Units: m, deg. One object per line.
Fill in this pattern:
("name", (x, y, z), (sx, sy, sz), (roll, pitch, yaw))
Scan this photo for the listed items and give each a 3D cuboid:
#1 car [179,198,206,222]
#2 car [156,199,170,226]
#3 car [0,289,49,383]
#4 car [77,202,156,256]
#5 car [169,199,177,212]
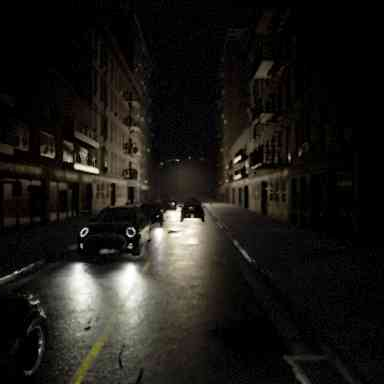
("car", (0.044, 1.495, 26.563), (1.837, 1.490, 4.892), (0, 1, 1))
("car", (-2.795, 1.494, 23.422), (1.837, 1.490, 4.892), (0, 0, 0))
("car", (-2.841, 1.563, 2.609), (1.994, 1.385, 4.181), (0, 0, 0))
("car", (-2.840, 1.346, 13.074), (2.097, 1.767, 4.553), (0, 0, 0))
("car", (-2.756, 1.535, 39.392), (2.033, 1.411, 5.357), (0, 0, 0))
